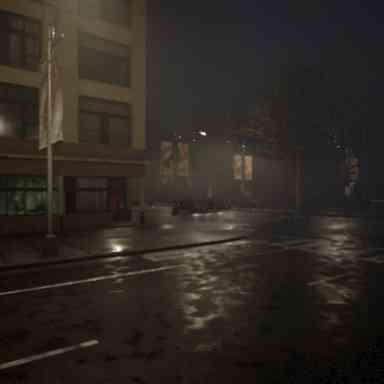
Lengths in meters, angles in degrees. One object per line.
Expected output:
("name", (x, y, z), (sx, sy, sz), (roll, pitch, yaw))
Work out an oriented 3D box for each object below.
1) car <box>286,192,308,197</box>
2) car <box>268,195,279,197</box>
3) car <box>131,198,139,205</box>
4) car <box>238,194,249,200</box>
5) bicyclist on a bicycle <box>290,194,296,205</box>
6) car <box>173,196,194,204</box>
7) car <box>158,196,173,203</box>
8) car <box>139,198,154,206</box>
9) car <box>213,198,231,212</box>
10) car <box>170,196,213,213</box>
("car", (21.923, 1.188, 71.737), (2.002, 1.452, 4.674), (0, 0, -36))
("car", (21.101, 1.314, 85.669), (1.895, 1.301, 4.718), (0, 0, -36))
("car", (-10.536, 1.449, 51.009), (2.128, 1.511, 4.902), (0, 0, -36))
("car", (11.448, 1.291, 79.222), (2.161, 1.482, 4.786), (0, 0, -36))
("bicyclist on a bicycle", (16.136, 1.203, 53.117), (1.656, 1.620, 0.582), (-1, 0, -36))
("car", (-1.714, 1.485, 64.438), (1.994, 1.385, 4.181), (0, 0, -36))
("car", (-4.556, 1.407, 62.395), (1.882, 1.535, 5.008), (0, 0, -36))
("car", (-7.873, 1.555, 53.305), (1.895, 1.301, 4.718), (0, 0, -36))
("car", (2.478, 1.447, 38.751), (1.837, 1.490, 4.892), (0, 1, -36))
("car", (-0.097, 1.480, 36.326), (1.812, 1.442, 4.674), (0, 0, -35))
